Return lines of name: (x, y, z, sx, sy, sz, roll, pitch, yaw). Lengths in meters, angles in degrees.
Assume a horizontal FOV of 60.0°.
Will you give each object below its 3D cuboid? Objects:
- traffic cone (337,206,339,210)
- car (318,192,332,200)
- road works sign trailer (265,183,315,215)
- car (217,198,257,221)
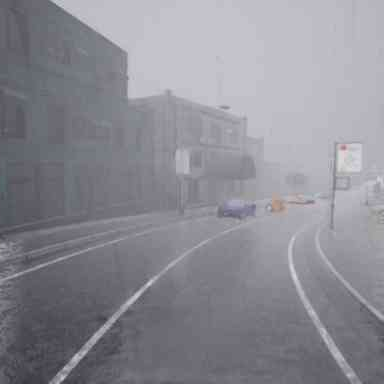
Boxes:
traffic cone: (17.005, 1.808, 38.769, 0.340, 0.580, 0.340, 3, 2, 31)
car: (24.669, 0.759, 61.272, 1.994, 1.385, 4.181, 3, 3, 31)
road works sign trailer: (8.521, 0.670, 28.776, 3.560, 2.880, 2.380, 4, 2, 41)
car: (3.517, 1.241, 25.563, 1.882, 1.535, 5.008, 3, 2, 27)
